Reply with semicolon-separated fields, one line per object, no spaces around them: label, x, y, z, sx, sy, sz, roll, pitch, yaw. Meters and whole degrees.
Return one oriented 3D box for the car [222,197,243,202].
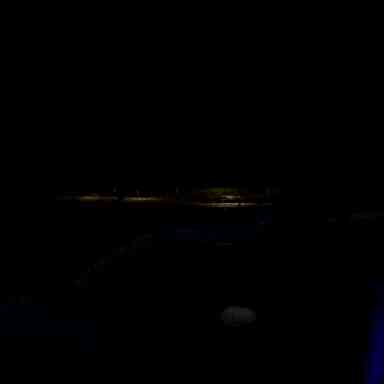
car;8.917;1.873;73.995;2.033;1.411;5.357;-1;1;-36

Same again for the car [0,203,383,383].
car;0.292;1.221;3.278;5.566;2.045;2.150;0;0;-35
